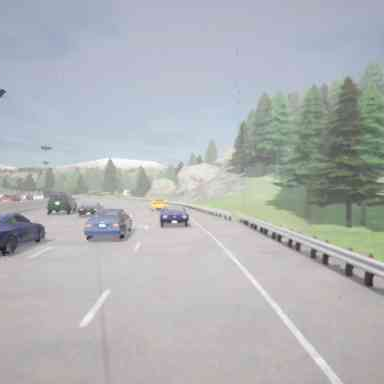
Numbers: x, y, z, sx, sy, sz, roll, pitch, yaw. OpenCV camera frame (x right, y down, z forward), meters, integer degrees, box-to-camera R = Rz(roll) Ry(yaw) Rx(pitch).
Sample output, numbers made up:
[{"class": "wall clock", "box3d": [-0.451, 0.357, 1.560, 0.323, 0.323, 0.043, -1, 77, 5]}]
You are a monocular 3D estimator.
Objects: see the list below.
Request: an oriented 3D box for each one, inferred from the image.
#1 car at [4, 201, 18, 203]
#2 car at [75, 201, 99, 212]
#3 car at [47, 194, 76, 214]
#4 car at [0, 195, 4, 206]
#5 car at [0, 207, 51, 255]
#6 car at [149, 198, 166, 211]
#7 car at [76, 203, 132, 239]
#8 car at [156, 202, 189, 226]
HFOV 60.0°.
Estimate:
[{"class": "car", "box3d": [-28.602, 1.277, 52.486, 2.150, 2.045, 5.566, 0, 0, -15]}, {"class": "car", "box3d": [-9.586, 1.620, 31.899, 1.895, 1.301, 4.718, 0, 0, -9]}, {"class": "car", "box3d": [-13.728, 1.248, 35.354, 2.150, 2.045, 5.566, 0, 0, -10]}, {"class": "car", "box3d": [-33.223, 1.417, 55.721, 2.097, 1.767, 4.553, 0, 0, -17]}, {"class": "car", "box3d": [-7.470, 1.540, 13.177, 1.812, 1.442, 4.674, 0, 0, -4]}, {"class": "car", "box3d": [-4.169, 1.486, 41.088, 1.882, 1.535, 5.008, 0, 0, -11]}, {"class": "car", "box3d": [-4.259, 1.556, 17.443, 2.033, 1.411, 5.357, 0, 0, -5]}, {"class": "car", "box3d": [-1.346, 1.604, 23.273, 1.895, 1.301, 4.718, 0, 0, -6]}]
